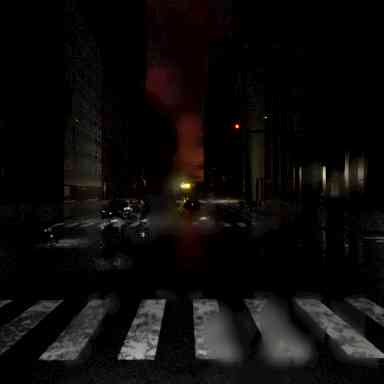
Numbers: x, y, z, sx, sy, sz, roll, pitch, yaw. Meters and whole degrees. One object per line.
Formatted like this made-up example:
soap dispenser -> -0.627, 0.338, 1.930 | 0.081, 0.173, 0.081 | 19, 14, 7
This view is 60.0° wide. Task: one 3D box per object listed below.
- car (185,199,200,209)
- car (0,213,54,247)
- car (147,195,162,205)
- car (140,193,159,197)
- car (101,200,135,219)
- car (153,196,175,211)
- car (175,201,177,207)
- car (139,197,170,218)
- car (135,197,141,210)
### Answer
car -> 0.046, 1.569, 44.753 | 1.994, 1.385, 4.181 | 0, 0, 0
car -> -8.747, 1.547, 13.926 | 5.357, 1.411, 2.033 | 0, 0, -15
car -> -6.622, 1.359, 59.036 | 2.097, 1.767, 4.553 | 0, 0, -1
car -> -6.645, 1.227, 48.774 | 2.150, 2.045, 5.566 | 0, 0, 0
car -> -6.646, 1.507, 29.600 | 1.837, 1.490, 4.892 | 0, 0, 1
car -> -3.397, 1.529, 40.171 | 1.812, 1.442, 4.674 | 0, 0, 0
car -> -3.391, 1.569, 50.183 | 1.994, 1.385, 4.181 | 0, 0, 1
car -> -3.380, 1.480, 30.891 | 1.882, 1.535, 5.008 | 0, 0, 0
car -> -6.642, 1.604, 38.863 | 1.895, 1.301, 4.718 | 0, 0, 0
